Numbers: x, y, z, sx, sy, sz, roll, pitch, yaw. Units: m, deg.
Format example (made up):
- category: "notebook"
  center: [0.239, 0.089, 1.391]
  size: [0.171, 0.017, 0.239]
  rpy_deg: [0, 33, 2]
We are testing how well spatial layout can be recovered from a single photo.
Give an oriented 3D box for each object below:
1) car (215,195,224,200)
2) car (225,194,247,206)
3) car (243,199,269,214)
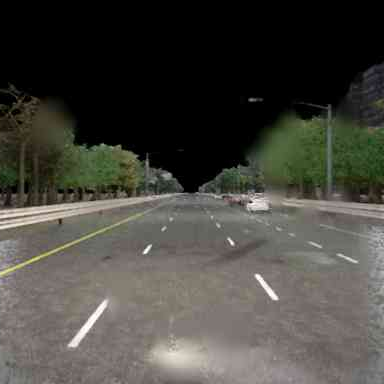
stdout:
- category: "car"
  center: [7.429, 1.595, 94.022]
  size: [1.895, 1.301, 4.718]
  rpy_deg: [0, 0, 5]
- category: "car"
  center: [7.110, 1.354, 53.979]
  size: [2.097, 1.767, 4.553]
  rpy_deg: [0, 0, 0]
- category: "car"
  center: [7.062, 1.536, 36.028]
  size: [1.812, 1.442, 4.674]
  rpy_deg: [0, 0, 0]
